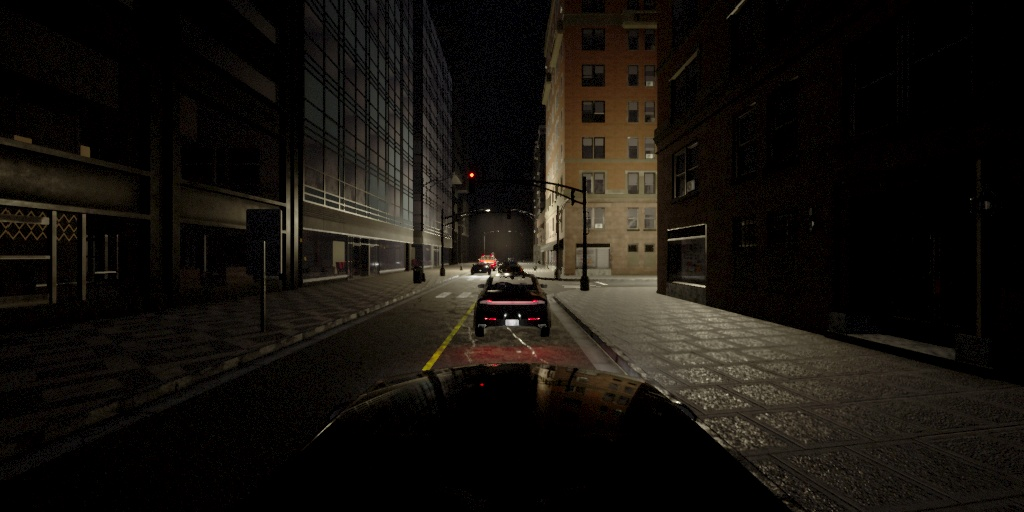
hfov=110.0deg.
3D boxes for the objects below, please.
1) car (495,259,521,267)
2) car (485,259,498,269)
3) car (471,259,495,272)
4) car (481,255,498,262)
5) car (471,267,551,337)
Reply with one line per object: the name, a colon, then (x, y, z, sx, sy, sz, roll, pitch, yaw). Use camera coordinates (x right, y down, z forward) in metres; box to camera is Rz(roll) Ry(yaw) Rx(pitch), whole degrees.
car: (-0.090, 1.258, 32.540, 1.812, 1.442, 4.674, -1, 0, -9)
car: (-3.267, 1.236, 57.443, 1.812, 1.442, 4.674, 0, 0, 0)
car: (-3.210, 1.290, 38.129, 1.994, 1.385, 4.181, 0, 0, 0)
car: (-3.232, 0.940, 47.548, 2.150, 2.045, 5.566, 0, 0, 0)
car: (0.016, 1.240, 10.256, 2.128, 1.511, 4.902, 0, 0, 0)
